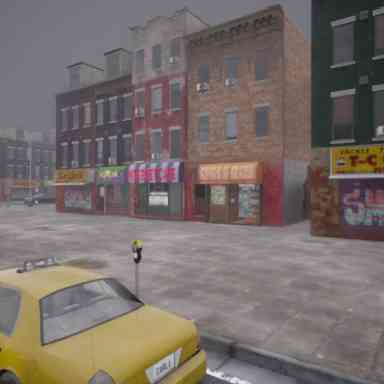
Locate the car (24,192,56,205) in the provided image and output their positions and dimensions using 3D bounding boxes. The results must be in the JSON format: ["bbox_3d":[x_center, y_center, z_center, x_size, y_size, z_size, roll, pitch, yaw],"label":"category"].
[{"bbox_3d":[-19.408,0.853,43.480,1.837,1.490,4.892,0,2,35],"label":"car"}]

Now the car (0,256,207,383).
[{"bbox_3d":[-2.131,1.525,4.317,4.829,1.417,1.752,0,0,35],"label":"car"}]
